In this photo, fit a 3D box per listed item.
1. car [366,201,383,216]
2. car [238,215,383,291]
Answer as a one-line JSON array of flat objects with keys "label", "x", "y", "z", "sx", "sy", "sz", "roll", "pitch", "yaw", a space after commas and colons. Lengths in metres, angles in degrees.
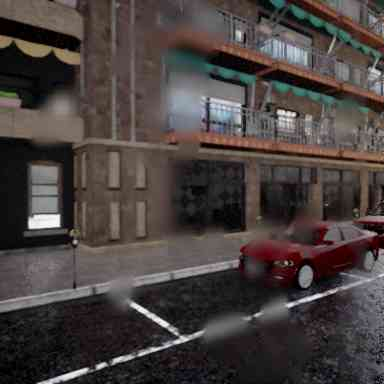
[{"label": "car", "x": 7.825, "y": 1.185, "z": 12.135, "sx": 5.009, "sy": 1.841, "sz": 2.192, "roll": -1, "pitch": 1, "yaw": -36}, {"label": "car", "x": 3.214, "y": 1.469, "z": 8.847, "sx": 4.507, "sy": 1.381, "sz": 1.887, "roll": -1, "pitch": 1, "yaw": -36}]
